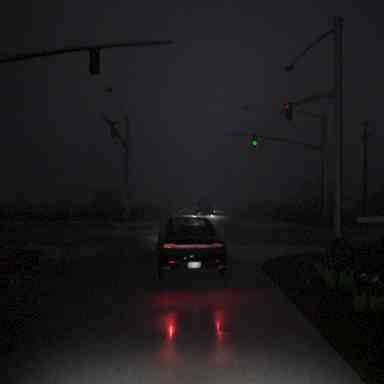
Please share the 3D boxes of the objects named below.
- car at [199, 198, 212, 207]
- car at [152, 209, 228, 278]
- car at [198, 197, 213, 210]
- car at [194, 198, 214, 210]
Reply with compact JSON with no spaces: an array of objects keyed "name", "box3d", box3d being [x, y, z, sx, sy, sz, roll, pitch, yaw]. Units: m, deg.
[{"name":"car","box3d":[2.279,1.630,53.911,1.994,1.385,4.181,0,0,3]},{"name":"car","box3d":[-0.169,1.511,10.287,2.128,1.511,4.902,0,0,-5]},{"name":"car","box3d":[1.771,1.525,43.968,1.882,1.535,5.008,0,0,3]},{"name":"car","box3d":[1.322,1.556,34.759,1.812,1.442,4.674,0,0,3]}]
